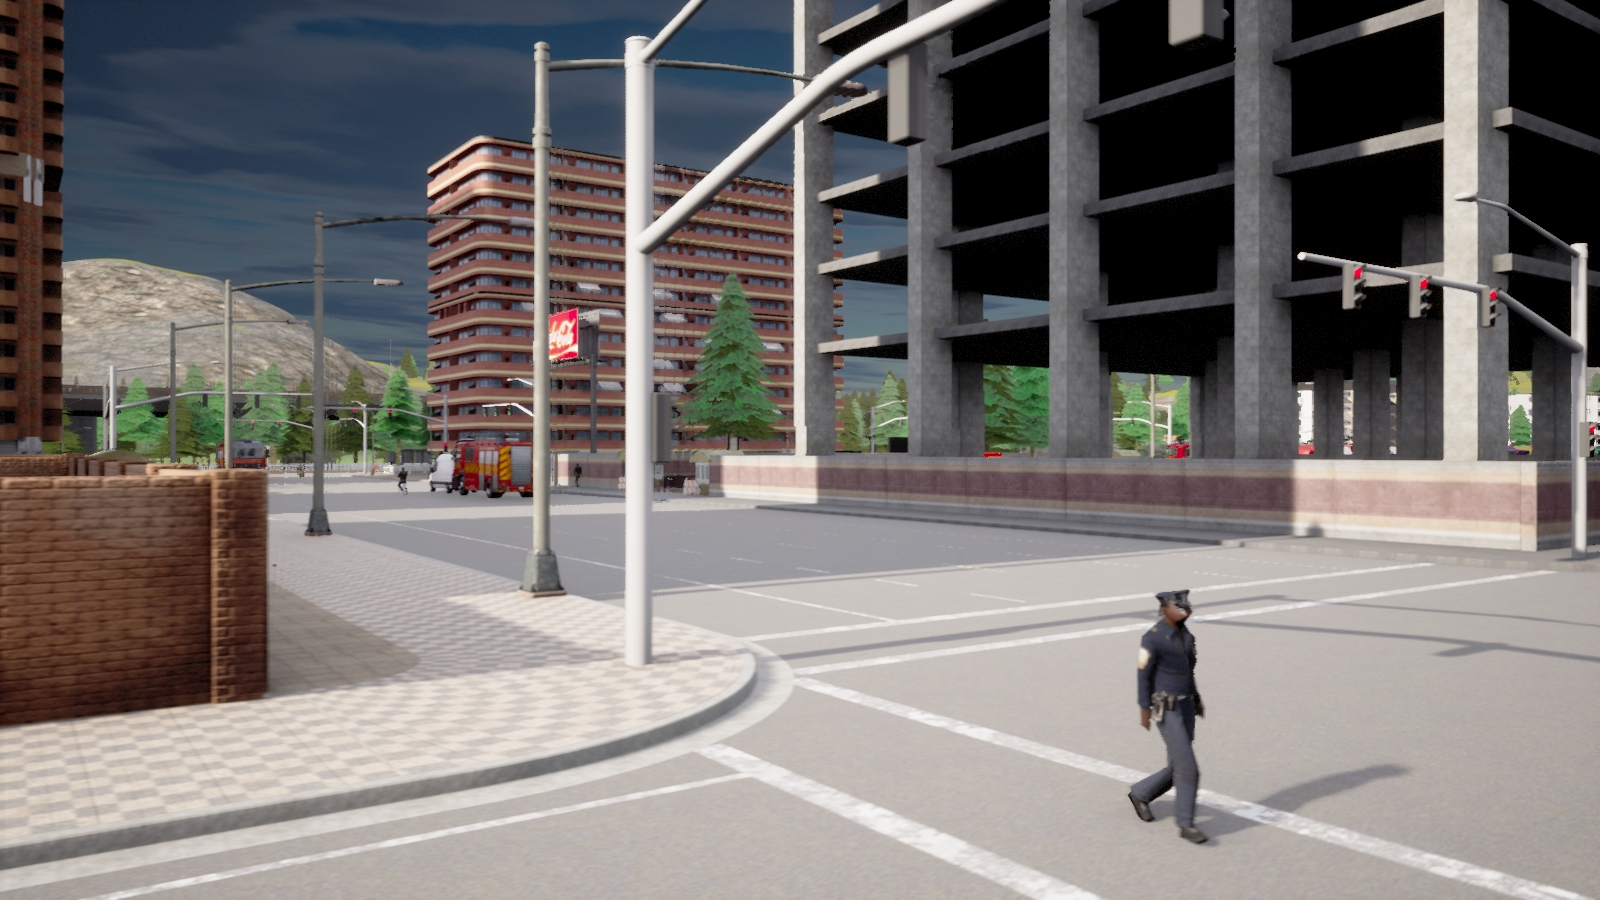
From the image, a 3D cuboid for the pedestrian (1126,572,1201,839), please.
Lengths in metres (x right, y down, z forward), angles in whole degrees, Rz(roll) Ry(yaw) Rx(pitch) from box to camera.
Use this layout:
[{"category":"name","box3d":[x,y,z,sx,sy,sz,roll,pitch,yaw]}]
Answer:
[{"category":"pedestrian","box3d":[2.678,1.854,8.427,0.375,1.860,0.375,0,0,-29]}]

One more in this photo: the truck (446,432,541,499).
[{"category":"truck","box3d":[-18.757,0.908,69.497,2.891,3.827,8.468,0,0,-34]}]
